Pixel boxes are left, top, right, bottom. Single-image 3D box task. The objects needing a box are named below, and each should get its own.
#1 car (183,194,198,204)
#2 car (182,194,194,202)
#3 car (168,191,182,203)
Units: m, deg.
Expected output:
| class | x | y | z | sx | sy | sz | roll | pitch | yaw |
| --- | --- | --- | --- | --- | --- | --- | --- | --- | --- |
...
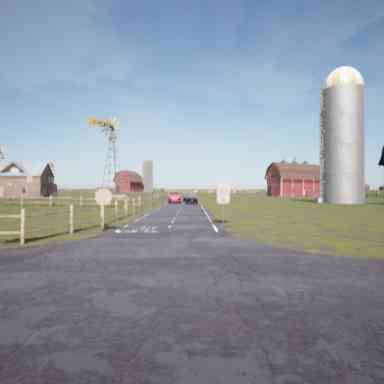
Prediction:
| class | x | y | z | sx | sy | sz | roll | pitch | yaw |
| --- | --- | --- | --- | --- | --- | --- | --- | --- | --- |
| car | -0.068 | 1.176 | 53.990 | 1.882 | 1.535 | 5.008 | 0 | 0 | -2 |
| car | -0.734 | 1.107 | 64.099 | 1.882 | 1.535 | 5.008 | 0 | 0 | -6 |
| car | -3.006 | 0.892 | 58.055 | 2.150 | 2.045 | 5.566 | 0 | 0 | -2 |
